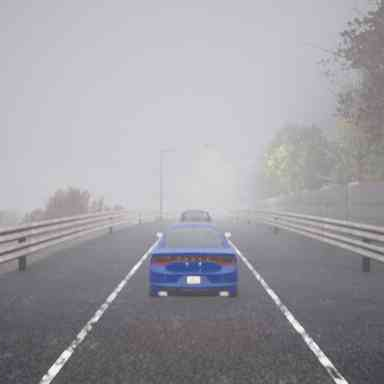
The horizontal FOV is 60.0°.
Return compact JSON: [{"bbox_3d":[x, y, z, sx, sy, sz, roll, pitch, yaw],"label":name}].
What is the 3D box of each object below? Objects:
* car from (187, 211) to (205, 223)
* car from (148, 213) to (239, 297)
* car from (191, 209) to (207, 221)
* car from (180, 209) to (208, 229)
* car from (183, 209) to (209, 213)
[{"bbox_3d":[0.520,2.836,38.813,1.895,1.301,4.718,0,-4,2],"label":"car"},{"bbox_3d":[0.044,1.514,8.657,1.882,1.535,5.008,0,-1,0],"label":"car"},{"bbox_3d":[1.019,3.270,47.432,2.128,1.511,4.902,0,-4,3],"label":"car"},{"bbox_3d":[0.192,2.126,27.182,2.033,1.411,5.357,0,-3,1],"label":"car"},{"bbox_3d":[0.174,1.671,16.068,2.128,1.511,4.902,0,-1,0],"label":"car"}]
